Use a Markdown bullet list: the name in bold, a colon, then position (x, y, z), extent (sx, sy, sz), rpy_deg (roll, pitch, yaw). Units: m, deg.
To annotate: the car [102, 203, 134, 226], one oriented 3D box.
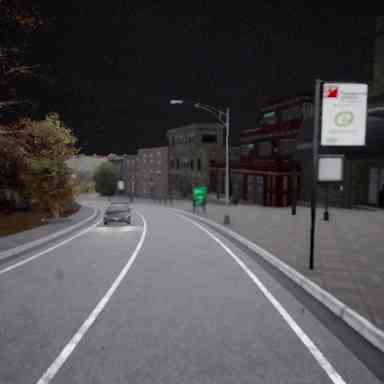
- **car**: position (-5.422, 1.574, 24.586), extent (1.837, 1.490, 4.892), rpy_deg (-1, 0, -9)
